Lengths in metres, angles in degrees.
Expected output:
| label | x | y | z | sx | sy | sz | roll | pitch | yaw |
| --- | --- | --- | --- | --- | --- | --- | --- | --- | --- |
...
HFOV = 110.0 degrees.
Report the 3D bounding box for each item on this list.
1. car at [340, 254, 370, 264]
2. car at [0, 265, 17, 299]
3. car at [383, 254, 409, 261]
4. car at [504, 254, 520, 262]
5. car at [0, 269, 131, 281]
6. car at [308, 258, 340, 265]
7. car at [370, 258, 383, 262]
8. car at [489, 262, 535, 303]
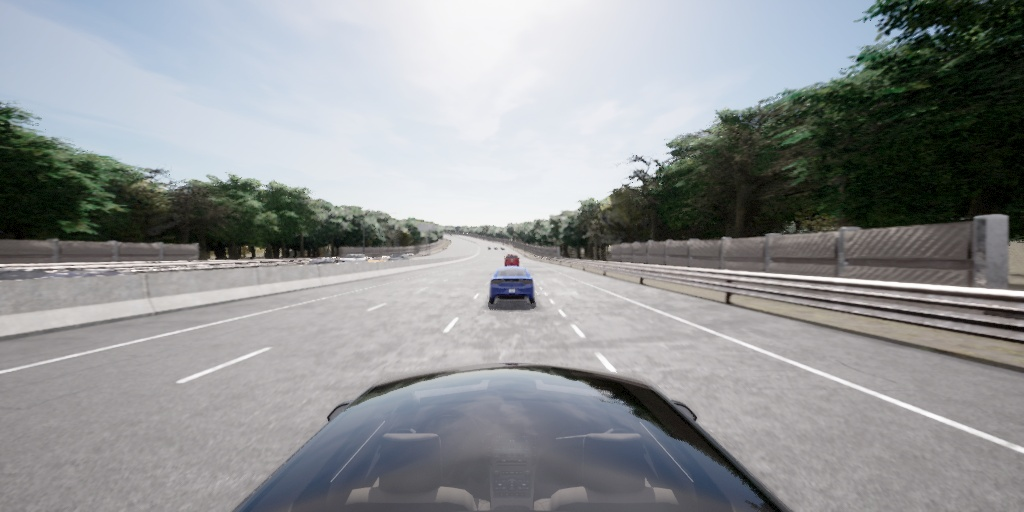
| label | x | y | z | sx | sy | sz | roll | pitch | yaw |
| --- | --- | --- | --- | --- | --- | --- | --- | --- | --- |
| car | -24.534 | 0.734 | 55.403 | 2.150 | 2.045 | 5.566 | 0 | 0 | 1 |
| car | -24.594 | 1.211 | 14.614 | 1.882 | 1.535 | 5.008 | 0 | 0 | 0 |
| car | -17.543 | 0.731 | 55.467 | 2.150 | 2.045 | 5.566 | 0 | 0 | 1 |
| car | -0.008 | 0.763 | 52.381 | 2.150 | 2.045 | 5.566 | 0 | 0 | 0 |
| car | -17.598 | 1.281 | 14.699 | 2.033 | 1.411 | 5.357 | 0 | 0 | 0 |
| car | -28.044 | 1.026 | 52.833 | 2.128 | 1.511 | 4.902 | 0 | 0 | 1 |
| car | -21.038 | 0.979 | 56.838 | 1.882 | 1.535 | 5.008 | 0 | 0 | 1 |
| car | -0.003 | 1.209 | 16.627 | 1.882 | 1.535 | 5.008 | 0 | 0 | 0 |
